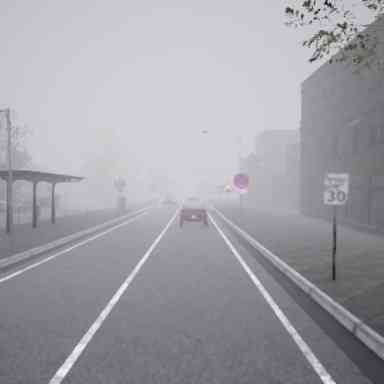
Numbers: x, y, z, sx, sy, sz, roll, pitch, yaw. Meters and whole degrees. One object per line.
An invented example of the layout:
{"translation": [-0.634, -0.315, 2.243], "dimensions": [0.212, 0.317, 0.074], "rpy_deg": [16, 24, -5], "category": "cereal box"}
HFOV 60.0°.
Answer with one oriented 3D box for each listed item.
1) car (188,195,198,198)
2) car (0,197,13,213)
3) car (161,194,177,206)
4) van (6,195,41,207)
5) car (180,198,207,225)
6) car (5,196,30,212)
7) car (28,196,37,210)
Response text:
{"translation": [0.112, 1.159, 42.274], "dimensions": [1.801, 1.575, 5.366], "rpy_deg": [0, 6, 0], "category": "car"}
{"translation": [-22.131, 1.584, 35.031], "dimensions": [4.792, 1.488, 2.163], "rpy_deg": [0, 0, 0], "category": "car"}
{"translation": [-3.271, 1.124, 48.720], "dimensions": [2.097, 1.767, 4.553], "rpy_deg": [0, 1, 1], "category": "car"}
{"translation": [-21.994, 1.350, 43.357], "dimensions": [4.442, 1.987, 1.878], "rpy_deg": [0, 0, 0], "category": "van"}
{"translation": [0.108, 1.491, 24.355], "dimensions": [1.882, 1.535, 5.008], "rpy_deg": [0, 0, 0], "category": "car"}
{"translation": [-21.919, 1.558, 37.805], "dimensions": [5.366, 1.575, 1.946], "rpy_deg": [0, 0, 0], "category": "car"}
{"translation": [-22.138, 1.598, 40.582], "dimensions": [4.792, 1.488, 2.163], "rpy_deg": [0, 0, 0], "category": "car"}
